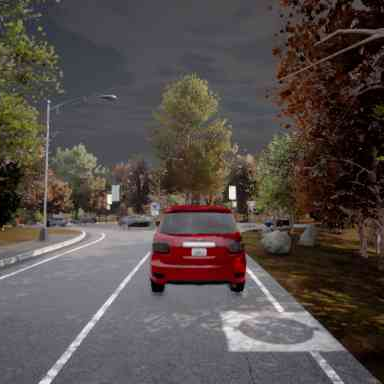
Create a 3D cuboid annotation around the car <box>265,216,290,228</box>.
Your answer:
[{"bbox_3d":[10.927,3.728,41.804,2.033,1.411,5.357,-3,-5,36],"label":"car"}]

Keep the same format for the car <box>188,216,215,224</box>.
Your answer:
[{"bbox_3d":[1.866,5.482,66.217,4.902,1.511,2.128,-1,-4,18],"label":"car"}]

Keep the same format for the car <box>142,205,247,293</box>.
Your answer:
[{"bbox_3d":[0.105,1.367,9.369,2.150,2.045,5.566,0,-1,-1],"label":"car"}]

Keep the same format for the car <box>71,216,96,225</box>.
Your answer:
[{"bbox_3d":[-18.461,4.794,56.622,2.128,1.511,4.902,-2,-5,24],"label":"car"}]

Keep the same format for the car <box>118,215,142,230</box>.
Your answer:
[{"bbox_3d":[-5.208,3.112,34.370,4.902,1.511,2.128,-1,-4,10],"label":"car"}]

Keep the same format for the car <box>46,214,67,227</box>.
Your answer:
[{"bbox_3d":[-17.246,3.567,42.232,2.097,1.767,4.553,2,-5,-27],"label":"car"}]
